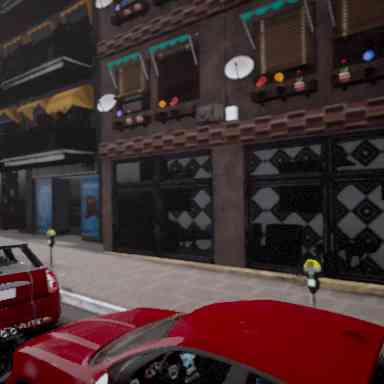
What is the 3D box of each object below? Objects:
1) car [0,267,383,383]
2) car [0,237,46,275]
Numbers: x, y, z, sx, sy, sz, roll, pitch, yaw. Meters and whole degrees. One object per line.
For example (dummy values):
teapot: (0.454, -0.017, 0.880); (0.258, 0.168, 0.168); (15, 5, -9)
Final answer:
car: (0.370, 1.544, 2.479); (4.507, 1.381, 1.887); (0, -1, 36)
car: (-4.130, 1.433, 5.697); (4.097, 1.590, 1.967); (0, -1, 36)
